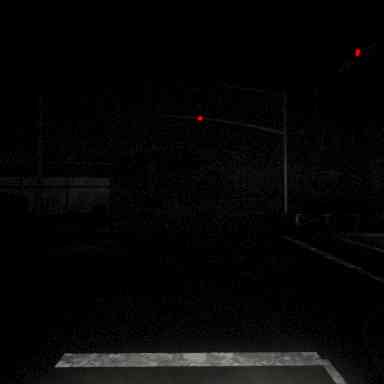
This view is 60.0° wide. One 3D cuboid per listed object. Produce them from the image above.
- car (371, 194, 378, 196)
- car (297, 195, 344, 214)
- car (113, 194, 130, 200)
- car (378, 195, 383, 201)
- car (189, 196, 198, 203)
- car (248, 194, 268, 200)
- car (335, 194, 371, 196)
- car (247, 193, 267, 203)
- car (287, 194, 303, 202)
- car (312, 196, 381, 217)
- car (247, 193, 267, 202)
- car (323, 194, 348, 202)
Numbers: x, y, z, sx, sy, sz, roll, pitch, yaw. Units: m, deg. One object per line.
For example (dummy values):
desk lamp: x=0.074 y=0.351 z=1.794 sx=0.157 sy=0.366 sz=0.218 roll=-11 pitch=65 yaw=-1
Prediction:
car: x=38.387 y=1.240 z=69.090 sx=3.806 sy=1.475 sz=1.970 roll=0 pitch=0 yaw=0
car: x=13.021 y=1.334 z=31.433 sx=5.027 sy=1.636 sz=2.152 roll=0 pitch=0 yaw=0
car: x=-19.389 y=1.342 z=91.625 sx=4.674 sy=1.442 sz=1.812 roll=0 pitch=0 yaw=0
car: x=38.731 y=1.160 z=62.673 sx=5.027 sy=1.636 sz=2.152 roll=0 pitch=0 yaw=0
car: x=0.282 y=1.554 z=69.720 sx=2.033 sy=1.411 sz=5.357 roll=0 pitch=0 yaw=0
car: x=18.146 y=1.343 z=91.645 sx=4.902 sy=1.511 sz=2.128 roll=0 pitch=0 yaw=0
car: x=20.657 y=1.324 z=43.304 sx=3.633 sy=1.501 sz=1.845 roll=0 pitch=0 yaw=0
car: x=12.859 y=1.368 z=65.690 sx=3.806 sy=1.475 sz=1.970 roll=0 pitch=0 yaw=0
car: x=21.338 y=1.104 z=65.756 sx=4.605 sy=1.855 sz=1.932 roll=0 pitch=0 yaw=0
car: x=13.084 y=1.343 z=28.297 sx=4.514 sy=1.523 sz=2.007 roll=0 pitch=0 yaw=0
car: x=13.459 y=1.084 z=69.017 sx=3.866 sy=1.878 sz=1.905 roll=0 pitch=0 yaw=0
car: x=31.326 y=1.306 z=72.729 sx=4.514 sy=1.523 sz=2.007 roll=0 pitch=0 yaw=0
